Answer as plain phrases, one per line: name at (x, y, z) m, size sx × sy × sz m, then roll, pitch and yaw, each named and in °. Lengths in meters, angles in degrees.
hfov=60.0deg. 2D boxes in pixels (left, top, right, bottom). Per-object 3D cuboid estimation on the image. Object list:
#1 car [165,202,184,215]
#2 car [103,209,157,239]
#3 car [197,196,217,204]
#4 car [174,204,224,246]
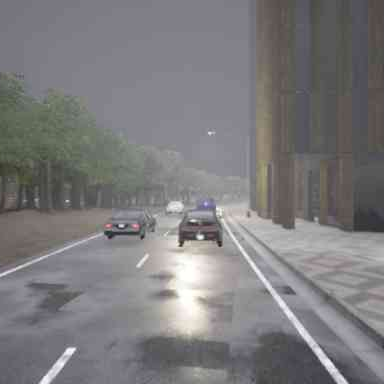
car at (-1.859, 1.806, 37.704) m, size 1.812 × 1.442 × 4.674 m, roll 0°, pitch -1°, yaw 4°
car at (-3.043, 1.570, 17.327) m, size 2.033 × 1.411 × 5.357 m, roll 0°, pitch 0°, yaw 2°
car at (1.726, 1.528, 38.744) m, size 2.150 × 2.045 × 5.566 m, roll 0°, pitch -1°, yaw 5°
car at (0.402, 1.521, 15.409) m, size 1.837 × 1.490 × 4.892 m, roll 0°, pitch 0°, yaw 2°
